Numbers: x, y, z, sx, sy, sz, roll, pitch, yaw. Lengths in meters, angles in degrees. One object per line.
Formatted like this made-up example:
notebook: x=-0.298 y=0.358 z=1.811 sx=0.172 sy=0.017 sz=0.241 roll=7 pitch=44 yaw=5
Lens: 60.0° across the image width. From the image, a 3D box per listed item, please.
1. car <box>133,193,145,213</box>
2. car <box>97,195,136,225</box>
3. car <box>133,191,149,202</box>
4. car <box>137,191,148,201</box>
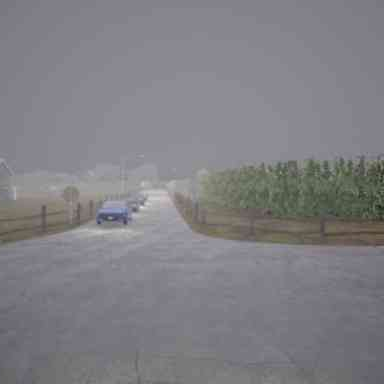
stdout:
car: x=-6.019 y=1.165 z=32.228 sx=2.033 sy=1.411 sz=5.357 roll=1 pitch=1 yaw=-5
car: x=-5.111 y=1.258 z=22.452 sx=1.882 sy=1.535 sz=5.008 roll=1 pitch=1 yaw=-5
car: x=-7.829 y=0.604 z=51.840 sx=2.128 sy=1.511 sz=4.902 roll=1 pitch=2 yaw=-5
car: x=-6.876 y=0.960 z=41.513 sx=1.994 sy=1.385 sz=4.181 roll=1 pitch=1 yaw=-5
